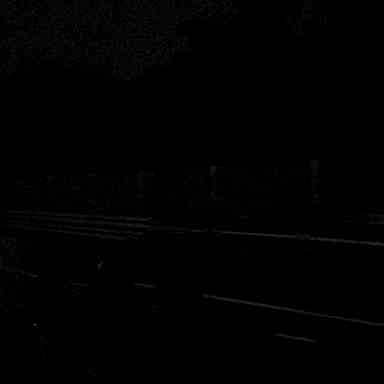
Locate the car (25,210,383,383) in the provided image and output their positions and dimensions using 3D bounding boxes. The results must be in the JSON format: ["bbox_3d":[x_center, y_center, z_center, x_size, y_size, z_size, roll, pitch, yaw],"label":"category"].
[{"bbox_3d":[0.451,1.234,3.683,5.566,2.045,2.150,0,0,36],"label":"car"}]
